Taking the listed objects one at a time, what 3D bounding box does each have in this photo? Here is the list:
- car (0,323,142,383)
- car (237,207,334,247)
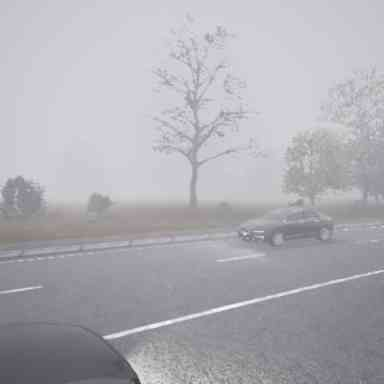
[{"bbox_3d":[-2.306,1.554,1.989,4.181,1.385,1.994,0,0,-36],"label":"car"},{"bbox_3d":[4.252,1.475,14.842,4.892,1.490,1.837,0,0,-30],"label":"car"}]
